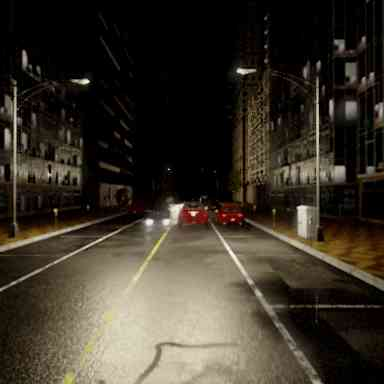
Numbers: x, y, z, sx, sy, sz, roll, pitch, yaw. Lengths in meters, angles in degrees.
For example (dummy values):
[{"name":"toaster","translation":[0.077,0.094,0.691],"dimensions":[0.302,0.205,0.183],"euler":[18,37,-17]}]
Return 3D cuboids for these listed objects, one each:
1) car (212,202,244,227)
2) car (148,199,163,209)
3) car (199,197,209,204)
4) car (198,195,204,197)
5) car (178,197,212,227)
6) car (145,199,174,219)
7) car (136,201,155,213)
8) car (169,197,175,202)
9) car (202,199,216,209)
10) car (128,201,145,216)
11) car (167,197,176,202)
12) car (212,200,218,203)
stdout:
[{"name":"car","translation":[2.691,1.697,24.132],"dimensions":[1.887,1.381,4.507],"euler":[0,0,0]},{"name":"car","translation":[-5.690,1.854,52.601],"dimensions":[1.887,1.381,4.507],"euler":[0,0,0]},{"name":"car","translation":[2.690,1.862,75.363],"dimensions":[1.967,1.590,4.097],"euler":[0,0,0]},{"name":"car","translation":[0.098,1.602,41.336],"dimensions":[2.097,1.767,4.553],"euler":[0,0,0]},{"name":"car","translation":[0.099,1.504,23.988],"dimensions":[2.097,1.767,4.553],"euler":[0,0,0]},{"name":"car","translation":[-3.001,1.702,31.565],"dimensions":[1.837,1.490,4.892],"euler":[0,-1,0]},{"name":"car","translation":[-5.690,1.831,41.216],"dimensions":[1.802,1.307,4.206],"euler":[0,0,0]},{"name":"car","translation":[-5.692,1.998,86.586],"dimensions":[1.752,1.417,4.829],"euler":[0,0,0]},{"name":"car","translation":[2.690,1.875,52.593],"dimensions":[1.947,1.339,4.313],"euler":[0,0,0]},{"name":"car","translation":[-5.690,1.762,35.523],"dimensions":[1.887,1.381,4.507],"euler":[0,0,0]},{"name":"car","translation":[-5.692,2.049,92.450],"dimensions":[2.008,1.369,4.403],"euler":[0,0,0]},{"name":"car","translation":[2.690,1.814,41.209],"dimensions":[1.947,1.339,4.313],"euler":[0,0,0]}]
